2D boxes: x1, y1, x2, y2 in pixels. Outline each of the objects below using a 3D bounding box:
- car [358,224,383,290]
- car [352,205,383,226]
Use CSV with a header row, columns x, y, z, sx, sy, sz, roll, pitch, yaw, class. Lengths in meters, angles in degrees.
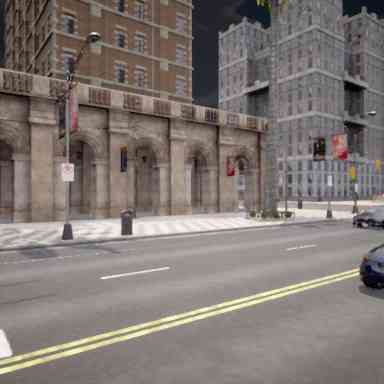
x,y,z,sx,sy,sz,roll,pitch,yaw,class
5.843,1.559,7.911,4.181,1.385,1.994,0,0,-36,car
12.490,1.568,21.377,5.357,1.411,2.033,0,0,-36,car
